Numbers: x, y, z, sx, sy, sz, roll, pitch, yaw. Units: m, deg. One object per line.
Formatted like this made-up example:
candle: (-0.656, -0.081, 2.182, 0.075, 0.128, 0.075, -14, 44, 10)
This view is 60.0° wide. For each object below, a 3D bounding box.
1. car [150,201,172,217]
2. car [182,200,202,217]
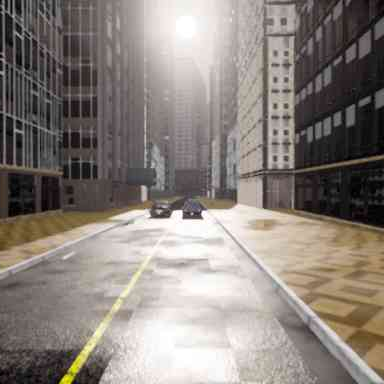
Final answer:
car: (-2.980, 1.634, 32.599, 2.128, 1.511, 4.902, 0, 0, 0)
car: (0.024, 1.702, 32.208, 1.895, 1.301, 4.718, 0, 0, 0)
